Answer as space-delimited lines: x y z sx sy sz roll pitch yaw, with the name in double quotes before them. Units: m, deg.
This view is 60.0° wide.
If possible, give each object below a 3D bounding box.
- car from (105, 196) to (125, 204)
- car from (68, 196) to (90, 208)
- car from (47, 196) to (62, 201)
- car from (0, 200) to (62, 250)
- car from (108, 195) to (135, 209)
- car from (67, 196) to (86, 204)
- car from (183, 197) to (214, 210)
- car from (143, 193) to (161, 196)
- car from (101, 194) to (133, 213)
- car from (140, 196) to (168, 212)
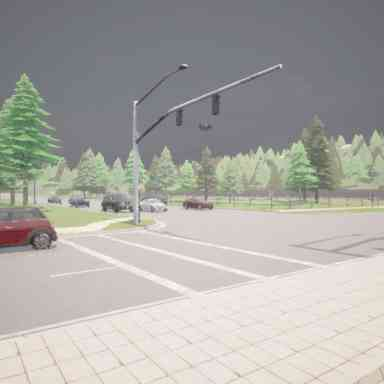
"car" -15.356 1.548 66.036 2.033 1.411 5.357 0 0 -35
"car" -16.752 1.600 49.608 1.895 1.301 4.718 0 0 -35
"car" -26.072 1.542 63.024 1.837 1.490 4.892 0 0 -35
"car" -7.635 1.351 12.615 4.553 1.767 2.097 0 0 -36
"car" -9.772 1.353 45.762 2.097 1.767 4.553 0 0 -35
"car" -22.184 1.548 63.546 2.033 1.411 5.357 0 0 -35
"car" 0.780 1.478 42.926 1.882 1.535 5.008 0 0 -35
"car" -5.924 1.222 52.461 2.150 2.045 5.566 0 0 -35
"car" -8.476 1.221 37.849 2.150 2.045 5.566 0 0 -36
"car" -4.607 1.526 38.449 1.812 1.442 4.674 0 0 -35
